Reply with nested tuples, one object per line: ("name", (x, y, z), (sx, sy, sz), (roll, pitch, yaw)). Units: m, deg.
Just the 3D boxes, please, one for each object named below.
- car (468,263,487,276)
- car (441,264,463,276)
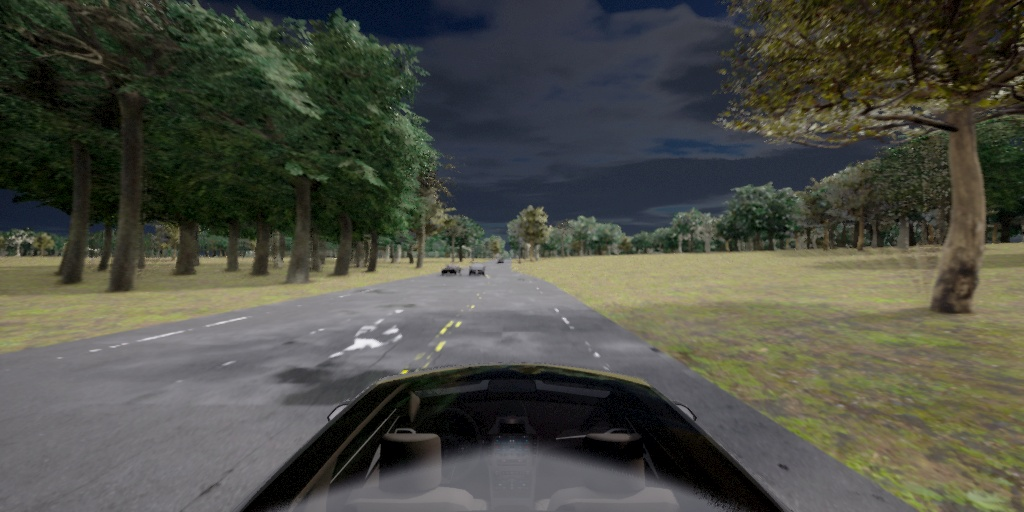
("car", (-3.978, 1.527, 41.619), (1.882, 1.535, 5.008), (0, -1, -3))
("car", (-6.983, 1.627, 41.778), (1.895, 1.301, 4.718), (0, 0, 0))
